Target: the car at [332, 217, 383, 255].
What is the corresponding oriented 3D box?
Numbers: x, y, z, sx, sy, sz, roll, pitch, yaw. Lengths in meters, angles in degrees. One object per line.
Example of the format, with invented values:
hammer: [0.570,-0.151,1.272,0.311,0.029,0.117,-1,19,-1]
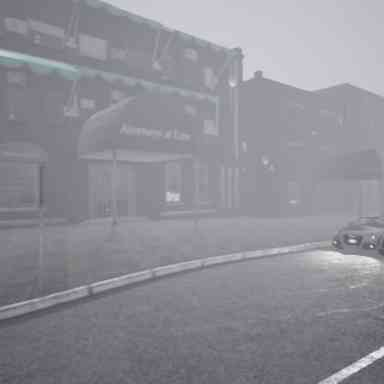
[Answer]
car: [7.833,1.771,14.212,4.181,1.385,1.994,2,-1,-38]
